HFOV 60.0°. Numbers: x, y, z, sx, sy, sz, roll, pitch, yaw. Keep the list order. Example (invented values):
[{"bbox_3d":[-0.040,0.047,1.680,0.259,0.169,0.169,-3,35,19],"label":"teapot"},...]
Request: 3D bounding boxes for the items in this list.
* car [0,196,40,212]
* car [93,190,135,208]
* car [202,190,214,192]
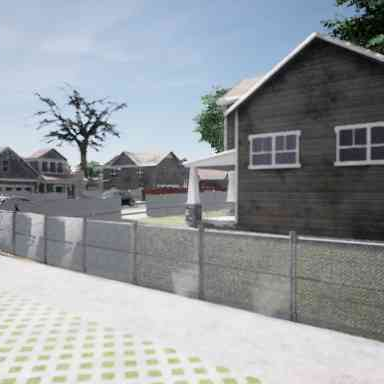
[{"bbox_3d":[-13.314,1.047,23.839,2.128,1.511,4.902,0,2,35],"label":"car"},{"bbox_3d":[-7.660,0.637,31.863,2.097,1.767,4.553,0,2,35],"label":"car"},{"bbox_3d":[2.051,0.427,45.612,1.895,1.301,4.718,0,2,36],"label":"car"}]
